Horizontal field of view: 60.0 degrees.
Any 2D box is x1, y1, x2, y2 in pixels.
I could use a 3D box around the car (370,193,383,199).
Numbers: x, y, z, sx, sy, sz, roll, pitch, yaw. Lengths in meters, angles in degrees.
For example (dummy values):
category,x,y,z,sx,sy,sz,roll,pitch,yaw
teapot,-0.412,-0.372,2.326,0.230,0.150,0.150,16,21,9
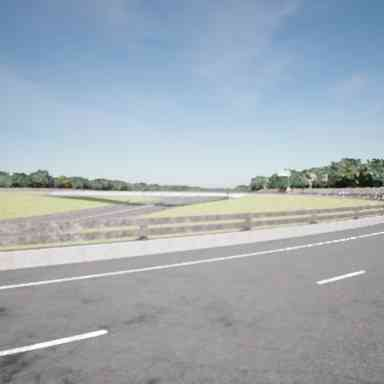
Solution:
category,x,y,z,sx,sy,sz,roll,pitch,yaw
car,47.134,1.142,83.007,2.128,1.511,4.902,0,0,7
